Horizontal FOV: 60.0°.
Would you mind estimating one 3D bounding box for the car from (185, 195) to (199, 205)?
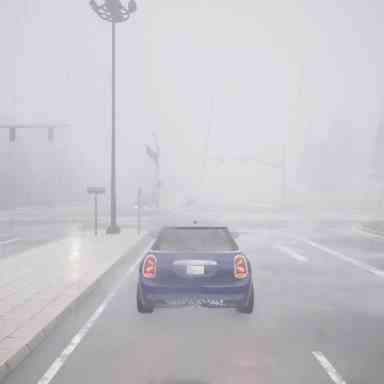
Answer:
[{"bbox_3d":[-0.157,1.525,54.623,1.812,1.442,4.674,0,0,-1],"label":"car"}]

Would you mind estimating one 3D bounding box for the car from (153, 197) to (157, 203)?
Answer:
[{"bbox_3d":[-8.363,1.547,65.596,2.033,1.411,5.357,0,0,0],"label":"car"}]

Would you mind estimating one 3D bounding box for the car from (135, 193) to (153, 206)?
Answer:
[{"bbox_3d":[-8.265,1.352,55.982,2.097,1.767,4.553,0,0,-1],"label":"car"}]

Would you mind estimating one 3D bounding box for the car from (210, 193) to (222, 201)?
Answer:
[{"bbox_3d":[6.363,1.214,84.913,2.150,2.045,5.566,0,0,-1],"label":"car"}]

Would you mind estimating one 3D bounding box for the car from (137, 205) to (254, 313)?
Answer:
[{"bbox_3d":[0.072,1.352,7.803,2.097,1.767,4.553,0,0,0],"label":"car"}]
